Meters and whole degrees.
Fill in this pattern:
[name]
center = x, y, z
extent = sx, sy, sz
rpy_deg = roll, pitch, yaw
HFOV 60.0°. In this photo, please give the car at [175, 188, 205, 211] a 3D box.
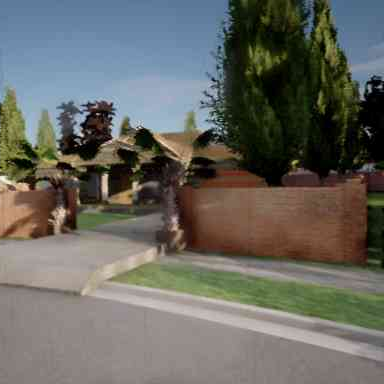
[car]
center = 0.651, 0.486, 22.408
extent = 1.816, 1.474, 4.193
rpy_deg = -4, -2, 42
